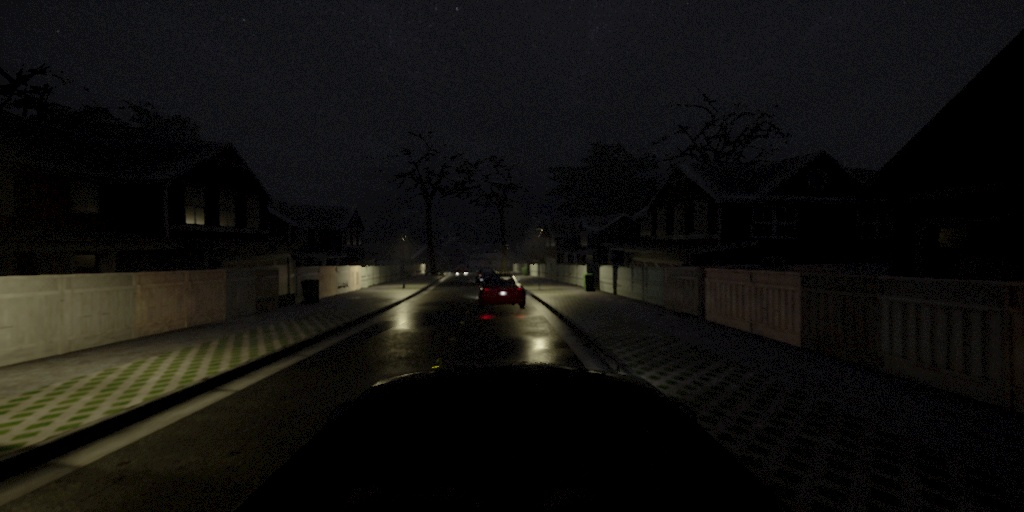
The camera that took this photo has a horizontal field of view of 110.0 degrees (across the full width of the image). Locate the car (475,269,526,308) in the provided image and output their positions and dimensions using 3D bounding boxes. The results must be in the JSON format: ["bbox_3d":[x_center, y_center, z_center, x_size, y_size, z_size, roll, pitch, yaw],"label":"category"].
[{"bbox_3d":[-0.508,1.488,16.262,1.994,1.385,4.181,0,-1,-4],"label":"car"}]
